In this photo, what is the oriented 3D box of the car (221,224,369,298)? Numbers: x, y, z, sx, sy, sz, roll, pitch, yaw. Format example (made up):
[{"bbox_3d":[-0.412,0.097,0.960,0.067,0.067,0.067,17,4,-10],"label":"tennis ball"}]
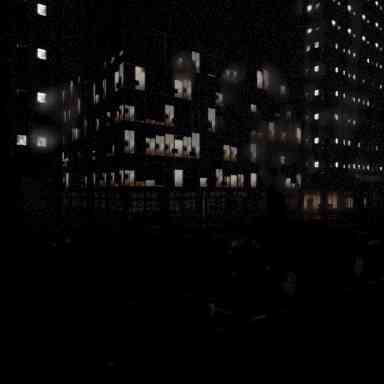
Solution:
[{"bbox_3d":[2.760,1.545,8.516,4.507,1.381,1.887,0,0,-35],"label":"car"}]
